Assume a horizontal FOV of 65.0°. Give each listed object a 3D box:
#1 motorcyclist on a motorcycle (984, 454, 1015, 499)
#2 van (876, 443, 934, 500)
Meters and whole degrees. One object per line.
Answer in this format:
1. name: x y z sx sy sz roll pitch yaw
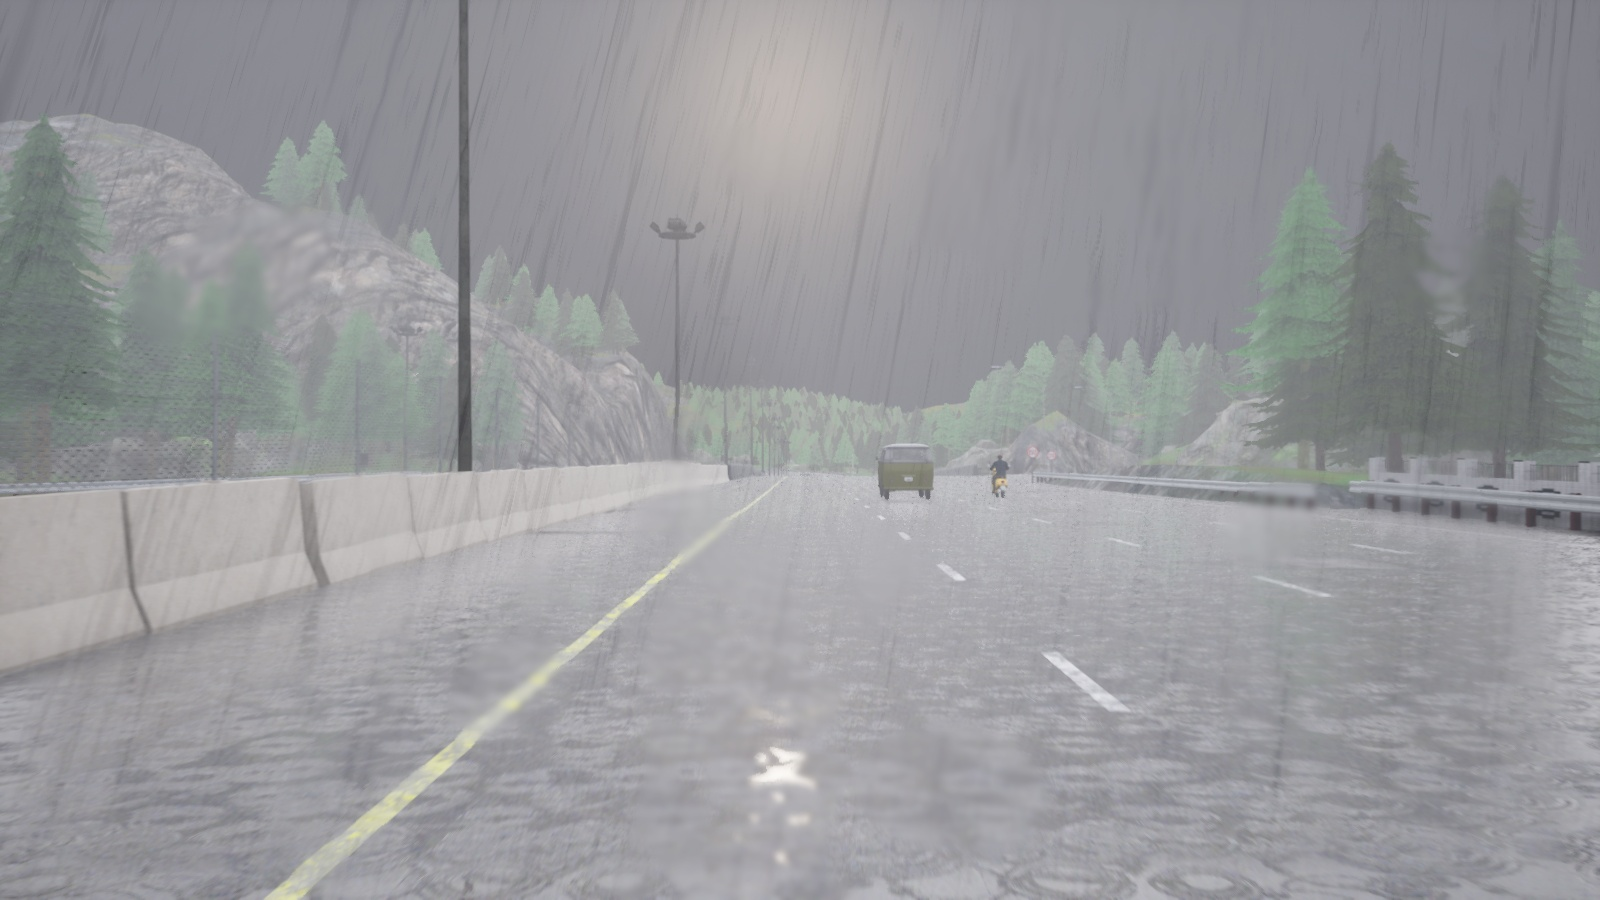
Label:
1. motorcyclist on a motorcycle: 7.276 0.961 45.856 0.866 1.590 1.817 0 0 0
2. van: 3.775 0.756 45.689 1.775 1.987 4.442 0 0 0
